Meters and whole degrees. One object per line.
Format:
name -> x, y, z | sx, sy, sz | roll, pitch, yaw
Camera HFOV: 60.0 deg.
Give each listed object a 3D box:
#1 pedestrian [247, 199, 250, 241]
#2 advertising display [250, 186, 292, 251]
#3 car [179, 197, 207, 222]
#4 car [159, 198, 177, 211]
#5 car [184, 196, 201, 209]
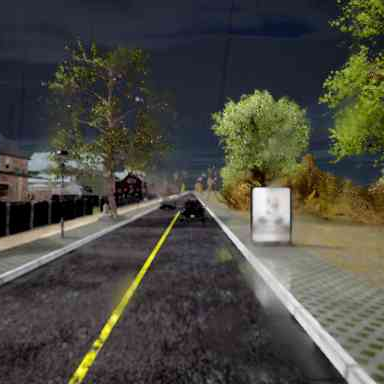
pedestrian -> 2.528, 1.107, 13.935 | 0.375, 1.860, 0.375 | 0, 0, -6
advertising display -> 3.014, 0.994, 12.711 | 1.540, 2.440, 0.280 | 0, 0, 0
car -> 0.048, 1.443, 25.830 | 1.837, 1.490, 4.892 | 0, 0, 0
car -> -2.834, 1.450, 40.298 | 2.033, 1.411, 5.357 | 0, 0, 0
car -> 0.084, 1.385, 44.246 | 2.128, 1.511, 4.902 | 0, 0, 0
